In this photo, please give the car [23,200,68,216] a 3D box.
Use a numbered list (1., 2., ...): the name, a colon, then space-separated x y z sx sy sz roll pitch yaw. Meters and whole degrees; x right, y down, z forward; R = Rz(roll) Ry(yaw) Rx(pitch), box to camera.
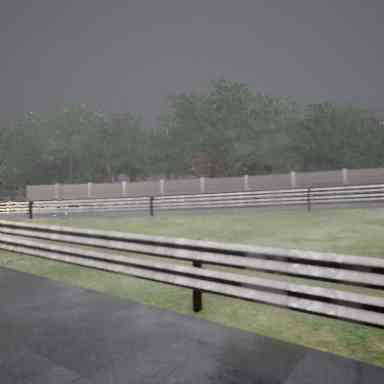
1. car: -14.277 1.516 32.421 4.674 1.442 1.812 -2 -1 15
